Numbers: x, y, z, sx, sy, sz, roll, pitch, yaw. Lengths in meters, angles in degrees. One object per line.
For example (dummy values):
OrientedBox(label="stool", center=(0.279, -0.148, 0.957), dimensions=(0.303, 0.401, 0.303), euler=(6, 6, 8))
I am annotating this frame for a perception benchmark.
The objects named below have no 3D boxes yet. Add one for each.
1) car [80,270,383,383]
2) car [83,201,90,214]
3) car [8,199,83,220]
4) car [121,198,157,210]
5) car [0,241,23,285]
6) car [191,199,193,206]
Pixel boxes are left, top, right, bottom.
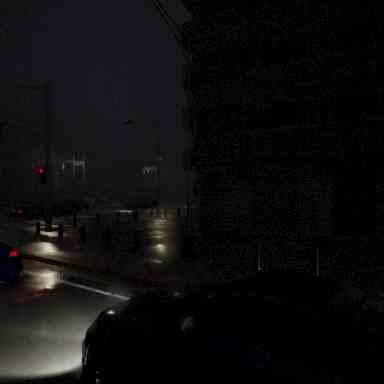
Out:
OrientedBox(label="car", center=(0.755, 1.564, 3.452), dimensions=(4.181, 1.385, 1.994), euler=(0, 0, 36))
OrientedBox(label="car", center=(-12.565, 1.449, 33.121), dimensions=(1.837, 1.490, 4.892), euler=(0, 0, 36))
OrientedBox(label="car", center=(-12.053, 1.492, 27.278), dimensions=(2.033, 1.411, 5.357), euler=(0, 0, 33))
OrientedBox(label="car", center=(-6.395, 1.492, 41.660), dimensions=(2.033, 1.411, 5.357), euler=(0, 0, 36))
OrientedBox(label="car", center=(-6.097, 1.564, 8.319), dimensions=(4.181, 1.385, 1.994), euler=(0, 0, 36))
OrientedBox(label="car", center=(1.267, 1.448, 52.237), dimensions=(1.837, 1.490, 4.892), euler=(0, 0, 36))
